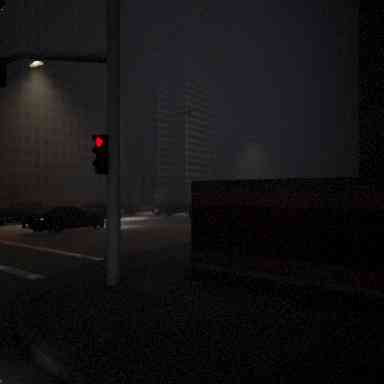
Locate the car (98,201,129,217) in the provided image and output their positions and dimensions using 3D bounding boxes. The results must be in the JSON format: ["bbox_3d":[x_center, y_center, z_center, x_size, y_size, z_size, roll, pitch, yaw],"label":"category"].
[{"bbox_3d":[-7.377,1.504,25.101,1.837,1.490,4.892,0,0,36],"label":"car"}]

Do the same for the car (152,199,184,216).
[{"bbox_3d":[-1.877,1.491,32.698,2.128,1.511,4.902,0,0,36],"label":"car"}]

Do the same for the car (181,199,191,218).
[{"bbox_3d":[1.693,1.491,25.349,2.128,1.511,4.902,0,0,36],"label":"car"}]

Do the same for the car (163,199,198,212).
[{"bbox_3d":[-1.301,1.563,39.451,1.994,1.385,4.181,0,0,36],"label":"car"}]

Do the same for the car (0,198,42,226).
[{"bbox_3d":[-12.638,1.351,23.772,2.097,1.767,4.553,0,0,36],"label":"car"}]

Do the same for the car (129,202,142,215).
[{"bbox_3d":[-7.099,1.547,31.458,2.033,1.411,5.357,0,0,36],"label":"car"}]

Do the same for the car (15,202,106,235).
[{"bbox_3d":[-7.166,1.525,19.046,1.812,1.442,4.674,0,0,35],"label":"car"}]
